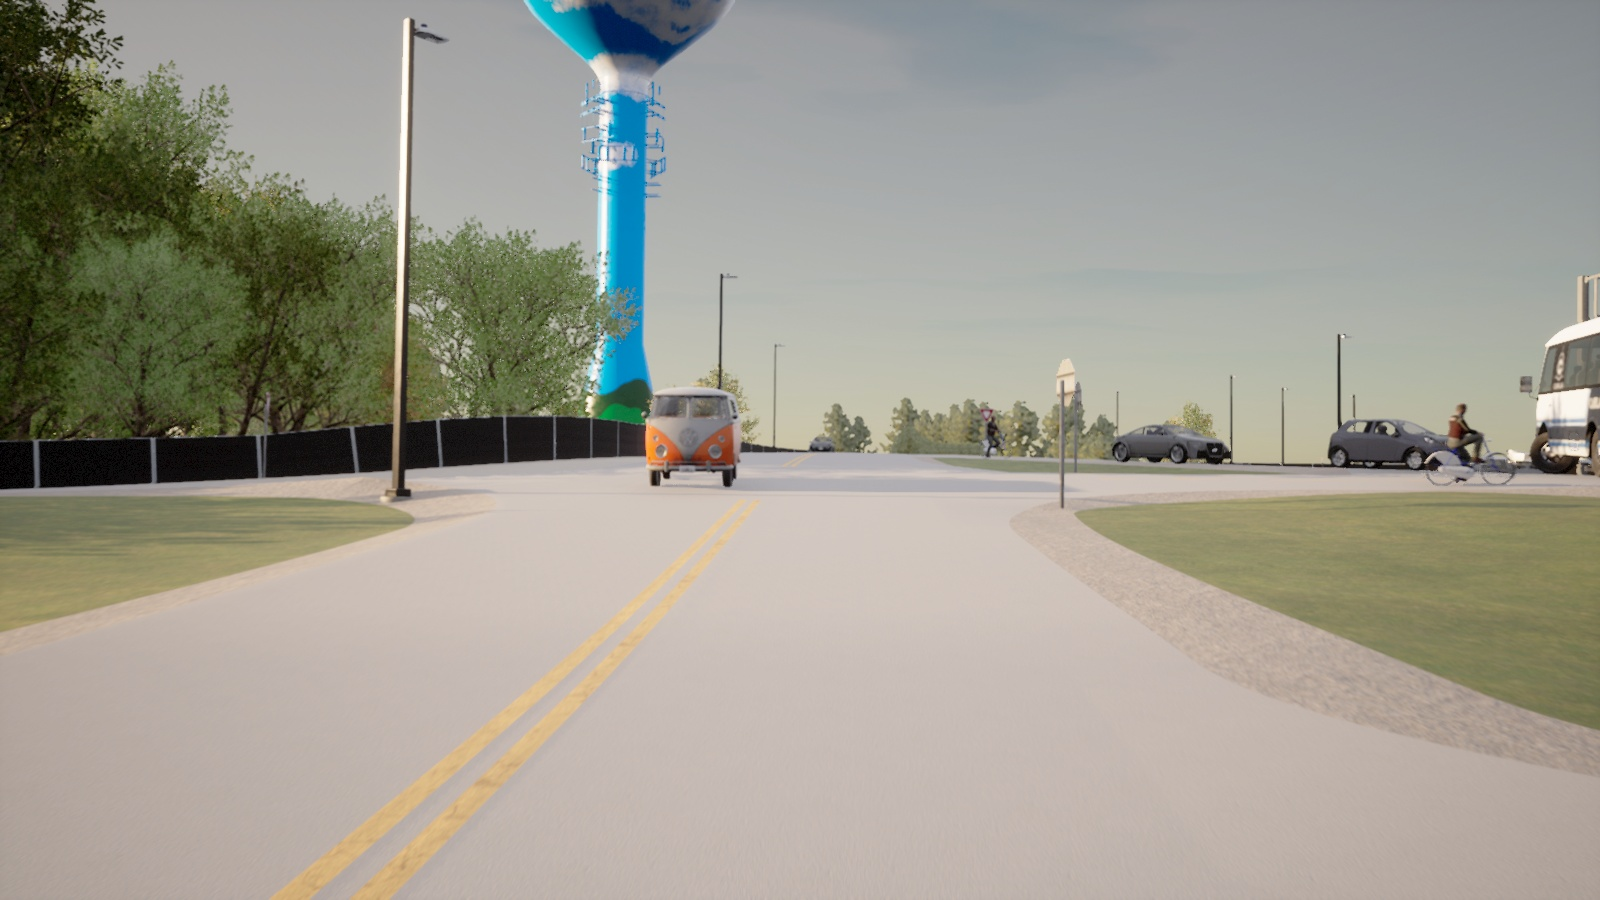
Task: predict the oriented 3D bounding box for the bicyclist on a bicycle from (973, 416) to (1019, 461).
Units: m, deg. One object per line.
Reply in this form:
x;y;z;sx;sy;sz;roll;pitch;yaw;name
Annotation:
8.001;-0.479;51.381;0.659;1.776;1.843;2;0;-40;bicyclist on a bicycle

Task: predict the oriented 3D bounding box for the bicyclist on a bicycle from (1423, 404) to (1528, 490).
14.223;-0.070;26.474;1.843;1.776;0.659;-1;1;3;bicyclist on a bicycle

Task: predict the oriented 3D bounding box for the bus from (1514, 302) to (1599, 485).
22.246;-1.363;33.414;3.944;4.253;10.273;1;1;20;bus

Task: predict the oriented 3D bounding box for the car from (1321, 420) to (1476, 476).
17.295;-0.083;36.445;1.845;1.501;3.633;1;0;-28;car

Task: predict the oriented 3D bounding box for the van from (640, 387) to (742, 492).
-2.183;-0.279;26.121;1.775;1.987;4.442;1;2;-1;van

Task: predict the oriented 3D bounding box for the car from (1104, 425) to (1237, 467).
12.909;-0.158;43.981;1.994;1.385;4.181;1;0;-32;car

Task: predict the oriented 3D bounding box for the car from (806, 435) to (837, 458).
1.690;-0.242;95.933;2.007;1.525;4.514;0;-3;5;car

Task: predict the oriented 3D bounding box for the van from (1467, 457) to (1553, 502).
32.766;1.357;58.120;1.775;1.987;4.442;1;-1;5;van
